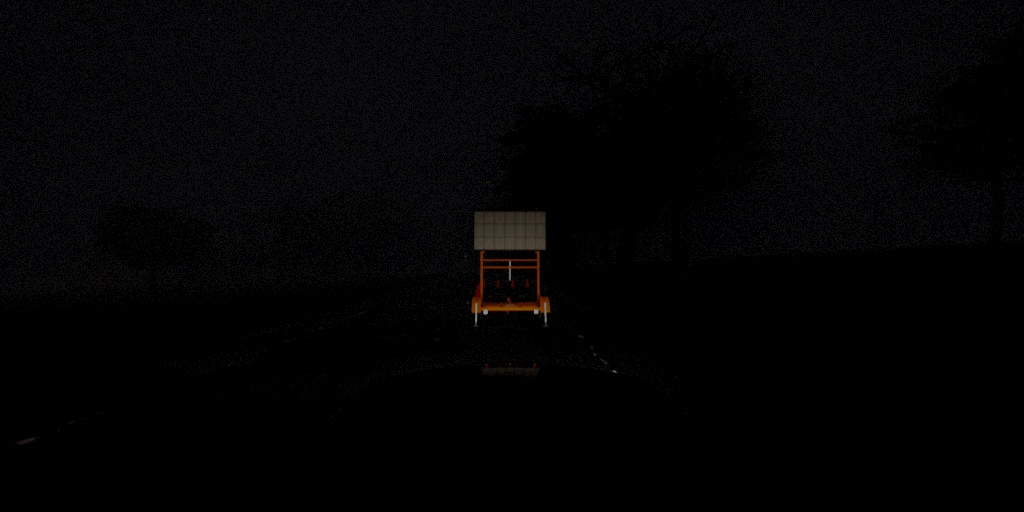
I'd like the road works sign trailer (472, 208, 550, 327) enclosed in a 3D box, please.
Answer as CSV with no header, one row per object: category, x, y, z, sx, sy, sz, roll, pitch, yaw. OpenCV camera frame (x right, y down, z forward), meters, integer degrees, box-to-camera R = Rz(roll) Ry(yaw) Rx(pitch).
road works sign trailer,-0.069,0.247,11.655,2.380,3.560,2.880,0,0,-2
